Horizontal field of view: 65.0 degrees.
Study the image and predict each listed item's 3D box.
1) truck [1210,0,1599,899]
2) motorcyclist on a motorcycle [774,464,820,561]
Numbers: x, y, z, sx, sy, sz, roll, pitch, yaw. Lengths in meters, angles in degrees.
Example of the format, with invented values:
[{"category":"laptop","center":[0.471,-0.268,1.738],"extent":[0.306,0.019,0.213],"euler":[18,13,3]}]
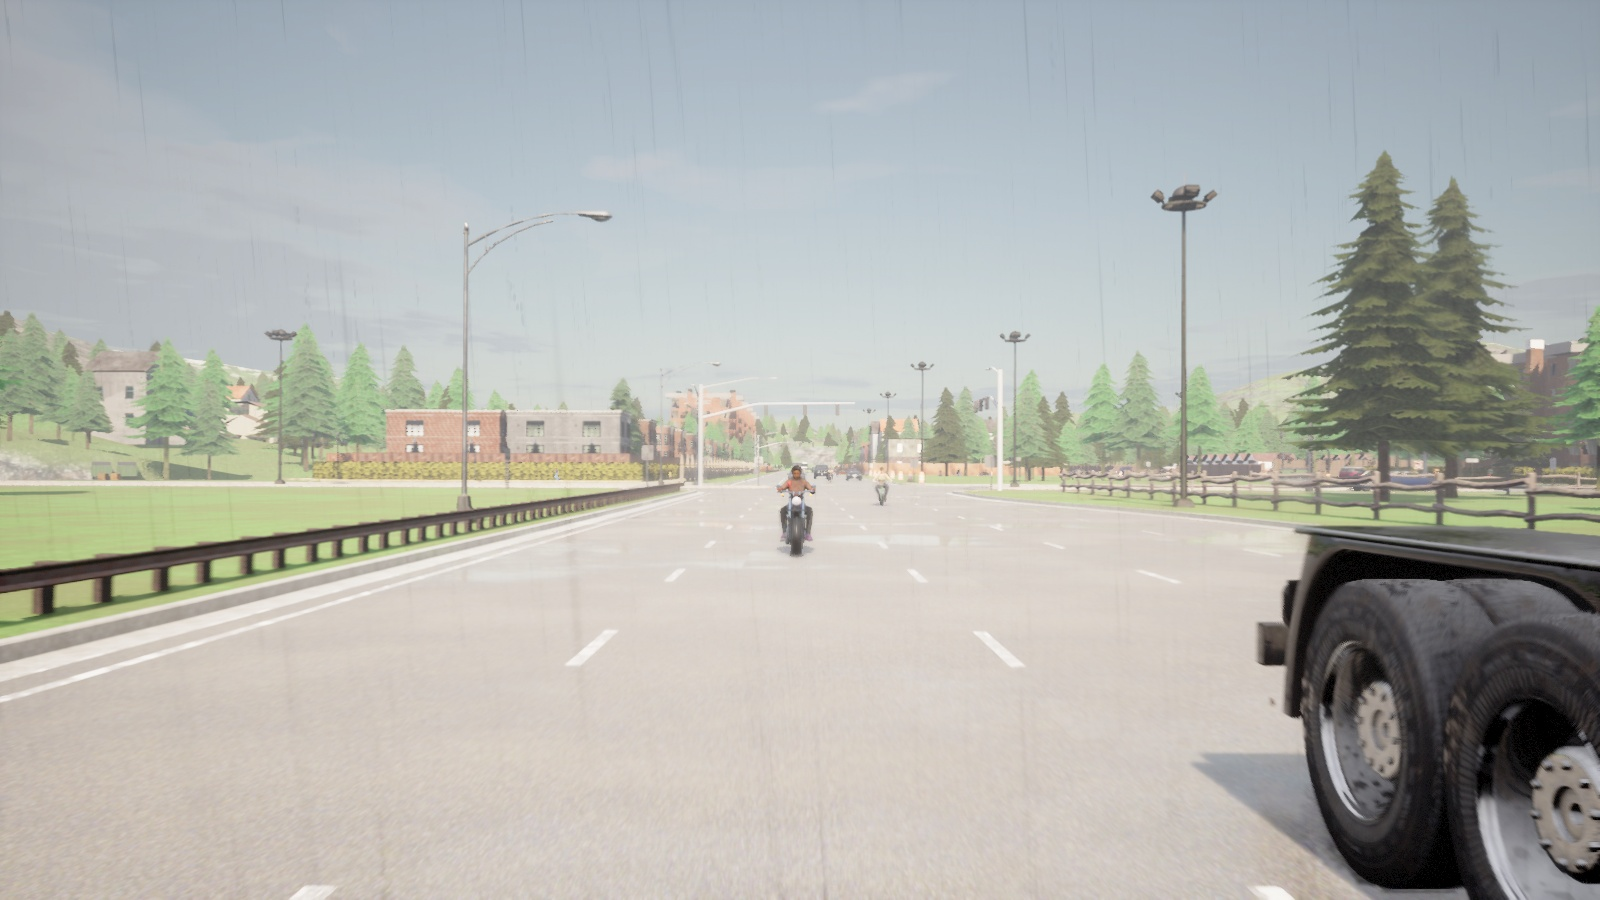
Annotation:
[{"category":"truck","center":[3.491,-0.153,2.229],"extent":[2.891,3.462,7.936],"euler":[0,-1,0]},{"category":"motorcyclist on a motorcycle","center":[-0.054,1.087,22.583],"extent":[0.766,1.649,2.350],"euler":[0,-1,0]}]
